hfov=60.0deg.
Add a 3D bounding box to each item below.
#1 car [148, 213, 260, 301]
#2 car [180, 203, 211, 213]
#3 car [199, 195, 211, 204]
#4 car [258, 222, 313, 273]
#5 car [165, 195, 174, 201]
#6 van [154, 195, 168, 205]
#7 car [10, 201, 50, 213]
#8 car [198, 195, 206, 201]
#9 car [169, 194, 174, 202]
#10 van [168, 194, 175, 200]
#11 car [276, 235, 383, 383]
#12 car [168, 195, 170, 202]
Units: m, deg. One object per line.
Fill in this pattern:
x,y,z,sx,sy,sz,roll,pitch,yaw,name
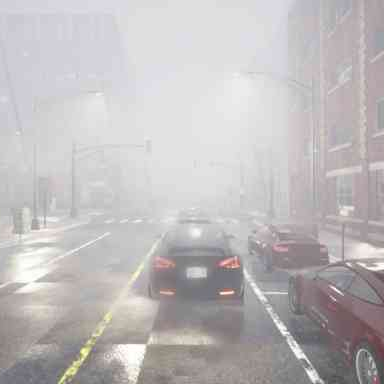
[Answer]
0.086,1.506,8.376,2.163,1.488,4.792,0,0,0,car
0.072,1.552,17.648,2.033,1.411,5.357,0,0,-1,car
2.604,1.544,59.757,1.752,1.417,4.829,1,0,0,car
2.820,1.585,10.333,1.802,1.307,4.206,1,0,0,car
-5.822,1.582,87.873,2.008,1.369,4.403,1,0,0,car
-5.773,1.359,59.612,1.690,1.788,3.998,1,0,0,van
-18.774,1.730,38.681,4.313,1.339,1.947,0,-1,0,car
2.557,1.597,87.848,1.947,1.339,4.313,1,0,0,car
-5.805,1.607,76.568,1.802,1.307,4.206,1,0,0,car
-5.829,1.376,93.526,1.690,1.788,3.998,1,0,0,van
2.660,1.583,4.677,1.802,1.307,4.206,1,0,0,car
-5.786,1.602,65.264,1.802,1.307,4.206,1,0,0,car
